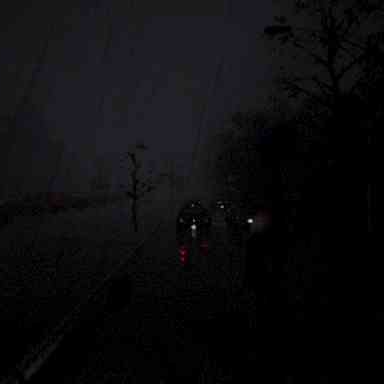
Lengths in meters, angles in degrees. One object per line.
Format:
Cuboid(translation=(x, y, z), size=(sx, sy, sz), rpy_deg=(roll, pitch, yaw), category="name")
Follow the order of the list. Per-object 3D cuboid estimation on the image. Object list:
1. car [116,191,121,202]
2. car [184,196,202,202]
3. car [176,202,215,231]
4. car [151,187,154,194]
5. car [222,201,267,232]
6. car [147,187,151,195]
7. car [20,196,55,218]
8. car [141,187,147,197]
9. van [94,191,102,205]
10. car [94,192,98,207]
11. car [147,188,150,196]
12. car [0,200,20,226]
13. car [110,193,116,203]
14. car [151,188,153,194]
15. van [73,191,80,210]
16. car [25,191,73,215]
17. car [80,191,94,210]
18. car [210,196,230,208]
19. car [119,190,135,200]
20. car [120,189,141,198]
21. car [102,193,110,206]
Cuboid(translation=(-13.833, 1.014, 50.844), size=(4.792, 1.488, 2.163), rpy_deg=(-1, 1, -20), category="car")
Cuboid(translation=(0.094, 1.215, 37.451), size=(1.812, 1.442, 4.674), rpy_deg=(0, 1, 0), category="car")
Cuboid(translation=(0.097, 1.518, 19.738), size=(1.895, 1.301, 4.718), rpy_deg=(0, 1, 0), category="car")
Cuboid(translation=(-13.871, 0.057, 92.849), size=(4.553, 1.767, 2.185), rpy_deg=(-1, 2, -20), category="car")
Cuboid(translation=(3.098, 1.483, 19.628), size=(1.994, 1.385, 4.181), rpy_deg=(0, 1, 0), category="car")
Cuboid(translation=(-13.872, 0.168, 83.836), size=(5.566, 2.045, 2.435), rpy_deg=(-1, 2, -20), category="car")
Cuboid(translation=(-13.865, 1.372, 26.944), size=(4.674, 1.452, 2.002), rpy_deg=(-1, 1, -20), category="car")
Cuboid(translation=(-13.825, 0.361, 74.858), size=(5.566, 2.045, 2.435), rpy_deg=(-1, 1, -20), category="car")
Cuboid(translation=(-13.974, 0.894, 41.815), size=(4.442, 1.987, 1.878), rpy_deg=(-1, 1, -20), category="van")
Cuboid(translation=(-13.858, 1.163, 38.879), size=(4.892, 1.521, 2.231), rpy_deg=(-1, 1, -20), category="car")
Cuboid(translation=(-13.673, 0.481, 80.915), size=(5.366, 1.575, 1.946), rpy_deg=(-1, 1, -20), category="car")
Cuboid(translation=(-13.844, 1.430, 20.987), size=(4.792, 1.488, 2.163), rpy_deg=(-1, 0, -20), category="car")
Cuboid(translation=(-13.855, 1.069, 47.825), size=(4.674, 1.452, 2.002), rpy_deg=(-1, 1, -20), category="car")
Cuboid(translation=(-13.843, 0.309, 89.865), size=(4.674, 1.452, 2.002), rpy_deg=(-1, 1, -20), category="car")
Cuboid(translation=(-13.761, 1.022, 32.954), size=(4.442, 1.987, 1.878), rpy_deg=(-1, 1, -20), category="van")
Cuboid(translation=(-13.897, 1.043, 29.911), size=(5.566, 2.045, 2.435), rpy_deg=(-1, 1, -20), category="car")
Cuboid(translation=(-13.844, 0.954, 35.907), size=(5.566, 2.045, 2.435), rpy_deg=(-1, 1, -20), category="car")
Cuboid(translation=(3.094, 1.209, 36.438), size=(1.837, 1.490, 4.892), rpy_deg=(0, 1, 0), category="car")
Cuboid(translation=(-13.827, 0.836, 62.848), size=(4.792, 1.488, 2.163), rpy_deg=(-1, 1, -20), category="car")
Cuboid(translation=(-14.022, 0.715, 68.771), size=(5.366, 1.575, 1.946), rpy_deg=(-1, 1, -20), category="car")
Cuboid(translation=(-13.833, 0.947, 44.851), size=(4.553, 1.767, 2.185), rpy_deg=(-1, 1, -20), category="car")
